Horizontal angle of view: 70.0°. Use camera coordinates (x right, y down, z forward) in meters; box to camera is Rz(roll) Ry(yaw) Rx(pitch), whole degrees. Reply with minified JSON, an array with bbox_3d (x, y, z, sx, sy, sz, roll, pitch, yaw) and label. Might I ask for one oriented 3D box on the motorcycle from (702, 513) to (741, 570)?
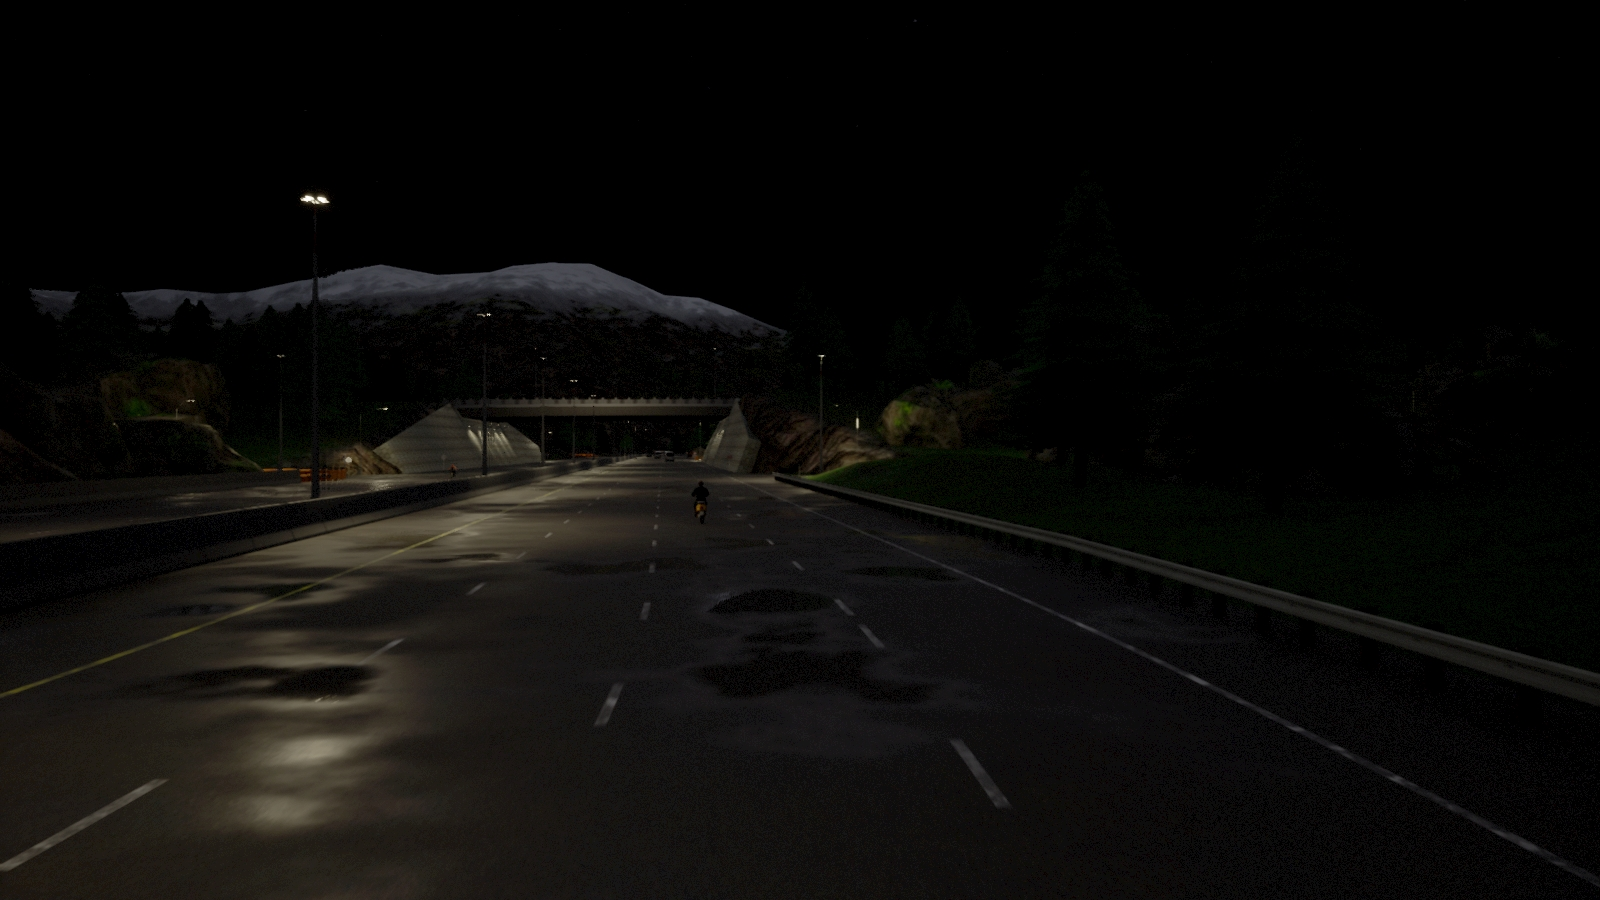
[{"bbox_3d":[-1.914,2.185,27.624,0.856,1.236,1.805,0,0,-7],"label":"motorcycle"}]
